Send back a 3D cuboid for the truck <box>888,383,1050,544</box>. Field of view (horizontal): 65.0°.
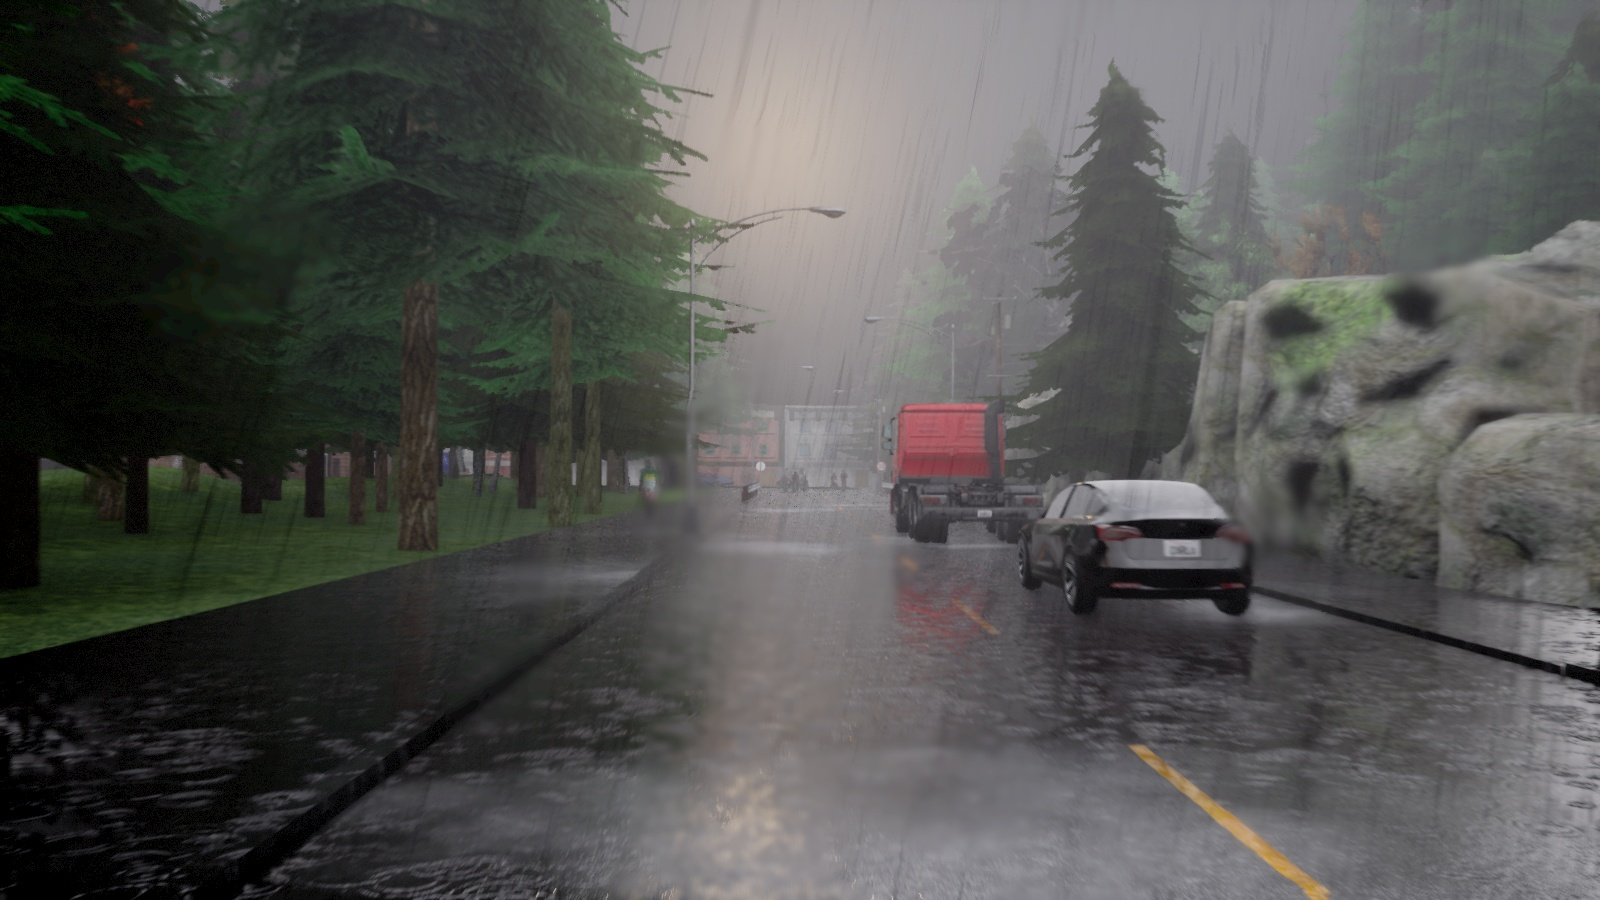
[{"bbox_3d":[3.921,0.362,30.982,2.891,3.462,7.936,0,-1,0],"label":"truck"}]

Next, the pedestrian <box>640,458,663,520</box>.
[{"bbox_3d":[-4.767,1.251,40.245,0.659,1.952,0.873,0,-1,-1],"label":"pedestrian"}]

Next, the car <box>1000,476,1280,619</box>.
[{"bbox_3d":[3.962,1.074,15.616,2.163,1.488,4.792,0,-1,0],"label":"car"}]
